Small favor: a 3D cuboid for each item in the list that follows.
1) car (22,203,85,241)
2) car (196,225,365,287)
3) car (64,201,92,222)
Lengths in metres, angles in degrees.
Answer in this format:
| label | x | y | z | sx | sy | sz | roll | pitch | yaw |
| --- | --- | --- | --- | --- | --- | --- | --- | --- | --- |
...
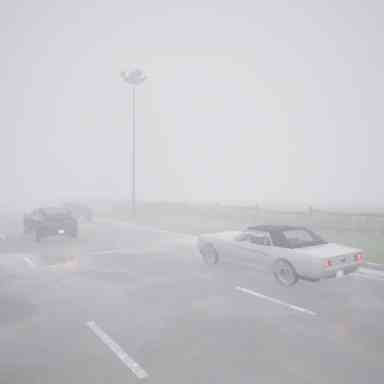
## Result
| label | x | y | z | sx | sy | sz | roll | pitch | yaw |
| --- | --- | --- | --- | --- | --- | --- | --- | --- | --- |
| car | -7.166 | 1.492 | 16.679 | 1.837 | 1.490 | 4.892 | 0 | 0 | -35 |
| car | 2.141 | 1.594 | 9.479 | 1.895 | 1.301 | 4.718 | 0 | 0 | -35 |
| car | -9.201 | 1.486 | 25.699 | 1.837 | 1.490 | 4.892 | 0 | 0 | -35 |
